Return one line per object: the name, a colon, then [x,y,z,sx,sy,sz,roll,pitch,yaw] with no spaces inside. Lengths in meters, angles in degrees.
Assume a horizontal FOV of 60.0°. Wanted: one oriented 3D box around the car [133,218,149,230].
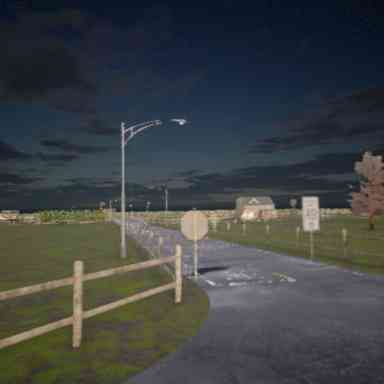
car: [-7.719,4.836,49.769,2.097,1.767,4.553,0,-4,-14]
